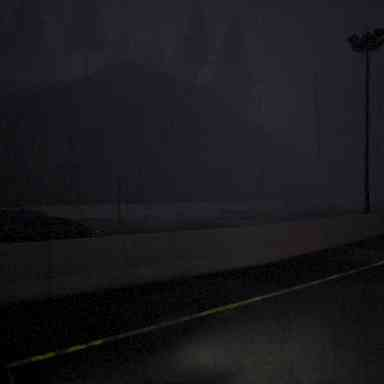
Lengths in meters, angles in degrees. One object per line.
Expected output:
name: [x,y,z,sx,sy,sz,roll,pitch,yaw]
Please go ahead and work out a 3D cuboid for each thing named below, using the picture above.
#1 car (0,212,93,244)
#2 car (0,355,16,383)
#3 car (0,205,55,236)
car: [-5.994,1.597,12.756,4.181,1.385,1.994,1,0,-37]
car: [-3.466,1.480,1.378,4.902,1.511,2.128,0,0,-35]
car: [-10.370,1.530,18.209,4.902,1.511,2.128,1,0,-37]
